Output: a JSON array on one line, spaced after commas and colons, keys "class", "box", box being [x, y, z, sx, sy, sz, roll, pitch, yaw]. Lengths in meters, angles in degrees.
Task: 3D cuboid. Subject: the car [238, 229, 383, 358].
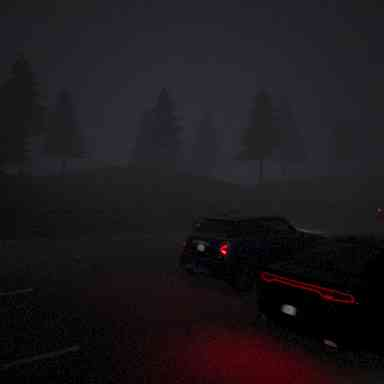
[{"class": "car", "box": [3.393, 1.536, 6.161, 5.008, 1.535, 1.882, 0, 0, -35]}]

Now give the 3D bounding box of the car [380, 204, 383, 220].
[{"class": "car", "box": [15.544, 1.774, 23.515, 4.674, 1.442, 1.812, 1, 0, -35]}]

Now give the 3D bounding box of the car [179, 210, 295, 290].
[{"class": "car", "box": [1.950, 1.416, 9.430, 4.553, 1.767, 2.097, 1, 0, -35]}]

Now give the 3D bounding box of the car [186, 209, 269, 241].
[{"class": "car", "box": [1.983, 1.675, 18.048, 4.181, 1.385, 1.994, 1, 0, -35]}]

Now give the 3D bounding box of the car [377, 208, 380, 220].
[{"class": "car", "box": [18.723, 1.660, 29.971, 4.553, 1.767, 2.097, 1, 0, -35]}]
